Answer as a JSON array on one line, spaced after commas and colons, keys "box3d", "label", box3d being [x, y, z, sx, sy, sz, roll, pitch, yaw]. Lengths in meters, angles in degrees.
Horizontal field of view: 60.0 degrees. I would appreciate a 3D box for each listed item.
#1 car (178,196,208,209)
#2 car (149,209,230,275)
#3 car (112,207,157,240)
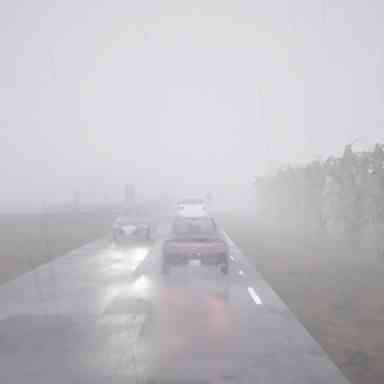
[{"box3d": [0.080, 1.323, 25.835, 2.150, 2.045, 5.566, 0, 0, 0], "label": "car"}, {"box3d": [0.084, 1.528, 10.590, 2.128, 1.511, 4.902, 0, 0, 0], "label": "car"}, {"box3d": [-2.855, 1.553, 17.446, 2.128, 1.511, 4.902, 0, 0, 0], "label": "car"}]
